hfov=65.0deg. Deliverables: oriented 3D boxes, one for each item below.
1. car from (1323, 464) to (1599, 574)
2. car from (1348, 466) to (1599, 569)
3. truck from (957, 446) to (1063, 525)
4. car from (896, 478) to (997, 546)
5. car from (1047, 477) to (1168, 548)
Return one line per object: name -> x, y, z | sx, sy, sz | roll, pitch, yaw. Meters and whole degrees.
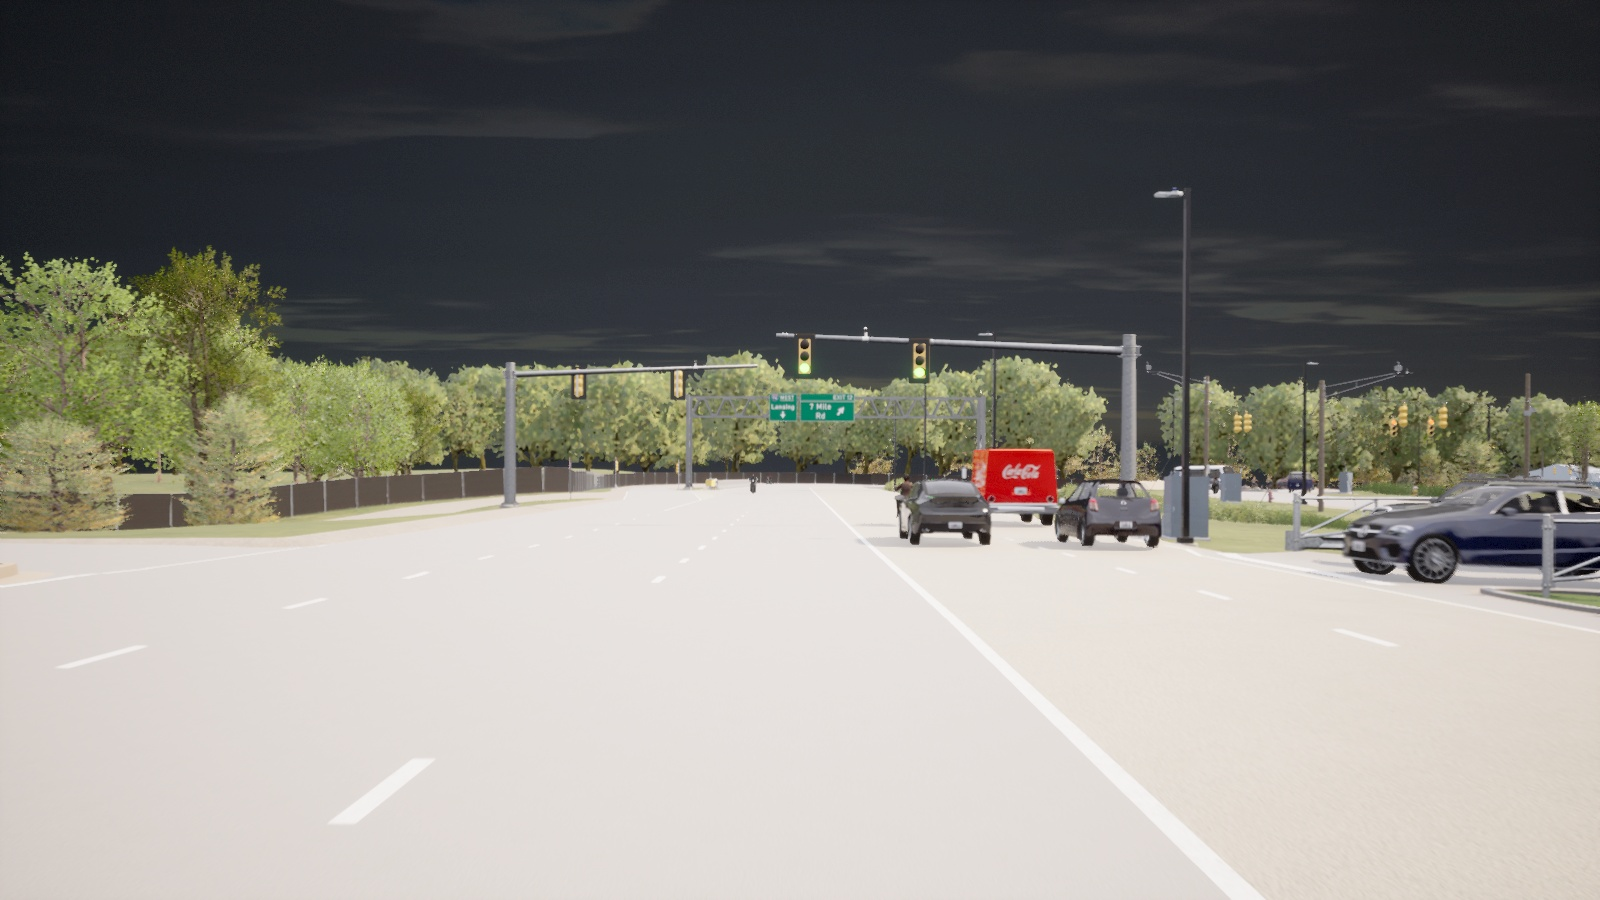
car -> 11.738, 1.143, 21.056 | 5.027, 1.651, 2.152 | 2, -1, -1
car -> 13.468, 1.299, 24.606 | 4.605, 1.855, 1.932 | 1, -1, -1
truck -> 6.896, 1.154, 41.809 | 2.627, 2.467, 5.204 | 0, -1, 0
car -> 3.426, 1.424, 30.208 | 1.837, 1.490, 4.892 | 0, -1, 0
car -> 6.940, 1.382, 28.719 | 1.845, 1.501, 3.633 | 0, -1, -1
